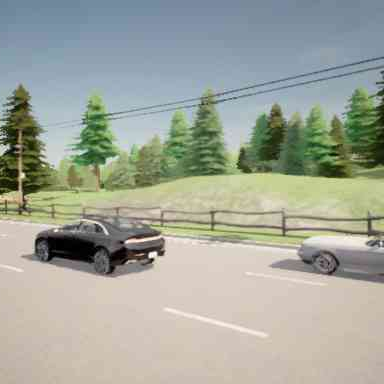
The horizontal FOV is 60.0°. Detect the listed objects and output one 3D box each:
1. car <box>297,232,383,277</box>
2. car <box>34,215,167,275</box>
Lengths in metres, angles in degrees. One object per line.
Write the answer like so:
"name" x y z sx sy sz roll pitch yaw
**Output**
"car" 5.327 1.600 8.790 4.718 1.301 1.895 0 0 36
"car" -3.034 1.492 10.459 4.902 1.511 2.128 0 0 36
